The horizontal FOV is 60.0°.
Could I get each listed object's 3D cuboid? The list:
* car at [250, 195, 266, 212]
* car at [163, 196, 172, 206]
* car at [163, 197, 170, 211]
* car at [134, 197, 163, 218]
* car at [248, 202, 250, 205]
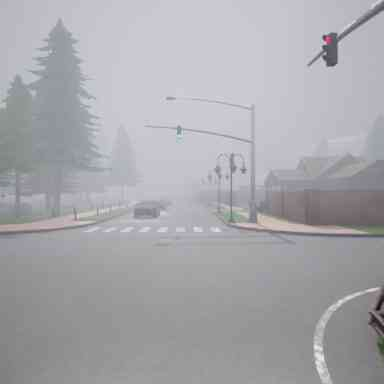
[{"bbox_3d":[8.862,1.144,35.249,4.605,1.855,1.932,0,0,-1],"label":"car"},{"bbox_3d":[-4.311,1.448,54.274,1.882,1.535,5.008,0,0,-2],"label":"car"},{"bbox_3d":[-4.114,1.571,40.686,1.895,1.301,4.718,0,0,0],"label":"car"},{"bbox_3d":[-4.037,1.448,30.443,1.882,1.535,5.008,0,0,0],"label":"car"},{"bbox_3d":[8.448,1.146,37.759,3.866,1.878,1.905,0,0,-1],"label":"car"}]
